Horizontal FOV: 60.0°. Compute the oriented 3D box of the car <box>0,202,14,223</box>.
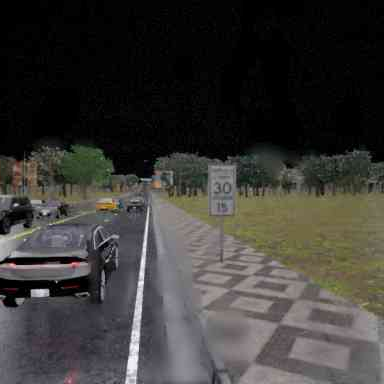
[{"bbox_3d":[-14.822,1.497,24.169,1.812,1.442,4.674,0,0,-7],"label":"car"}]

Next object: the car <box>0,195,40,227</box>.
[{"bbox_3d":[-10.902,1.205,18.999,2.150,2.045,5.566,0,0,-7],"label":"car"}]

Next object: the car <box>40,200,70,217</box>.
[{"bbox_3d":[-12.183,1.490,29.299,2.128,1.511,4.902,0,0,-7],"label":"car"}]

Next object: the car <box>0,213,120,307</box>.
[{"bbox_3d":[-2.873,1.499,8.034,2.128,1.511,4.902,0,0,-7],"label":"car"}]

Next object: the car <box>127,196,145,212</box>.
[{"bbox_3d":[-6.888,1.558,40.527,1.837,1.490,4.892,0,0,-7],"label":"car"}]

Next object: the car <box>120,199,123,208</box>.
[{"bbox_3d":[-11.308,1.594,49.170,2.033,1.411,5.357,0,0,-7],"label":"car"}]

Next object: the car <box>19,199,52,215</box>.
[{"bbox_3d":[-16.043,1.512,34.388,1.812,1.442,4.674,0,0,-9],"label":"car"}]

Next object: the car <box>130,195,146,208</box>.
[{"bbox_3d":[-8.157,1.420,50.337,2.097,1.767,4.553,0,0,-7],"label":"car"}]

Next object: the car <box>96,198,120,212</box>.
[{"bbox_3d":[-9.979,1.510,38.985,1.882,1.535,5.008,0,0,-7],"label":"car"}]
